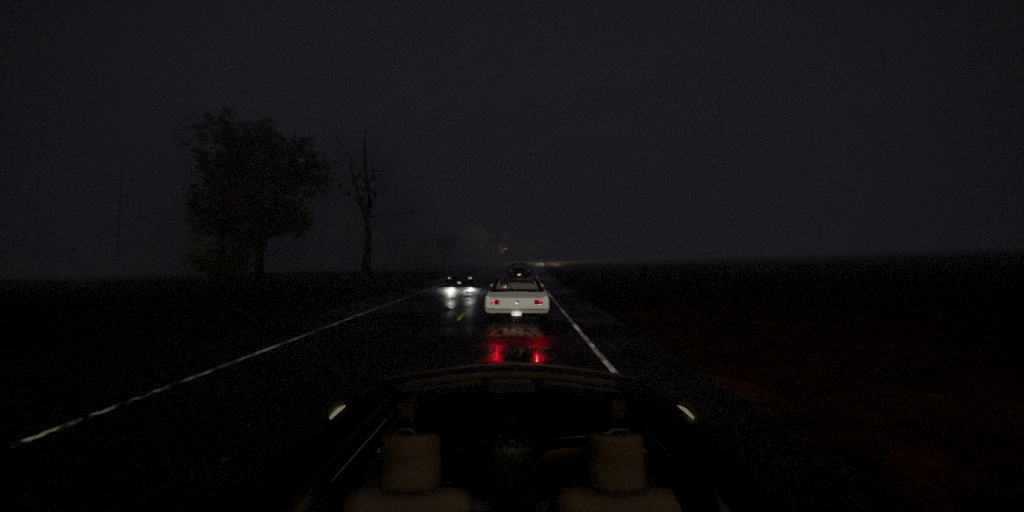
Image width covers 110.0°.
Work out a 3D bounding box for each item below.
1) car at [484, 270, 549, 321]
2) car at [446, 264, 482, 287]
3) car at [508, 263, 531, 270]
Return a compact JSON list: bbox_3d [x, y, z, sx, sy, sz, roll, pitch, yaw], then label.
[{"bbox_3d":[0.173,1.350,12.421,1.895,1.301,4.718,0,0,1],"label":"car"},{"bbox_3d":[-3.233,1.293,25.112,2.033,1.411,5.357,0,0,2],"label":"car"},{"bbox_3d":[0.638,1.272,30.096,1.812,1.442,4.674,0,0,2],"label":"car"}]
